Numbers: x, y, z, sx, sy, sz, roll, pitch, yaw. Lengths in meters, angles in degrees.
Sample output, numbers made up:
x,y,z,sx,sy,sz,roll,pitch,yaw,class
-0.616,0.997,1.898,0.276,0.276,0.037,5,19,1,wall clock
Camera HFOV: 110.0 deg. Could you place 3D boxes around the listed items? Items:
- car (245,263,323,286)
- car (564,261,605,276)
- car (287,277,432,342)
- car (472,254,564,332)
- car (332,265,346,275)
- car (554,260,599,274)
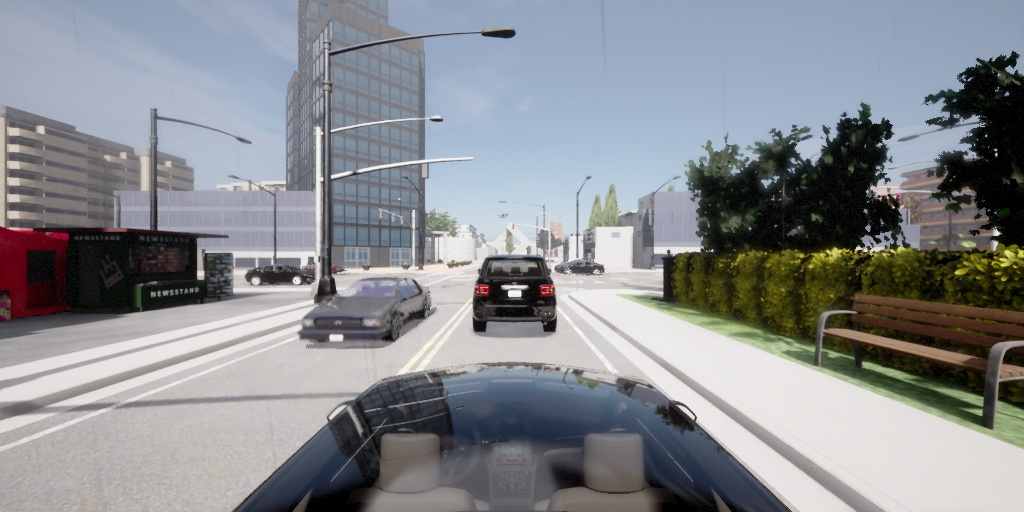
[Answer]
x,y,z,sx,sy,sz,roll,pitch,yaw,class
-16.620,1.362,26.120,4.892,1.490,1.837,-1,0,0,car
7.072,1.256,36.981,4.892,1.490,1.837,0,0,0,car
-3.610,1.297,10.040,2.033,1.411,5.357,0,0,0,car
0.082,0.971,11.013,2.150,2.045,5.566,0,0,0,car
-21.677,1.467,40.284,5.357,1.411,2.033,-1,0,0,car
7.297,1.256,40.960,4.892,1.490,1.837,0,1,8,car
